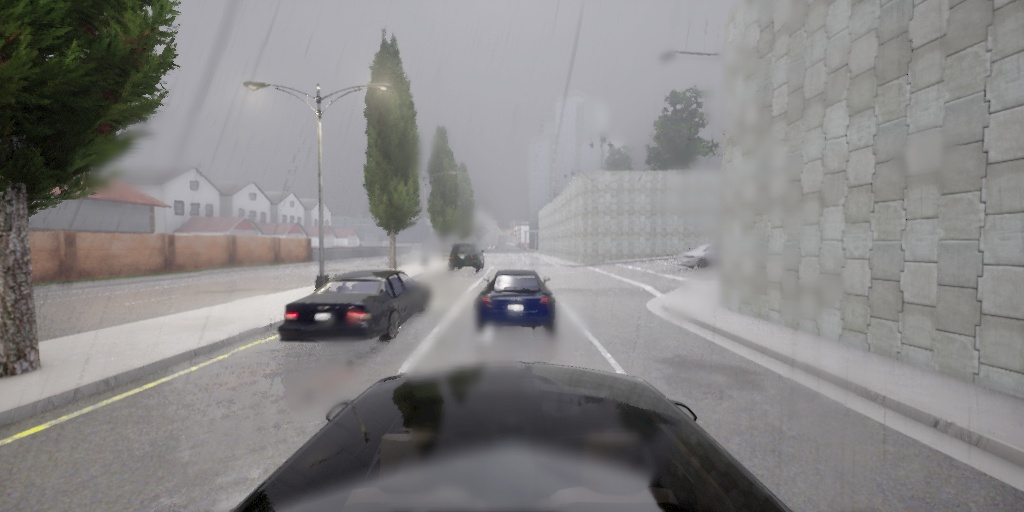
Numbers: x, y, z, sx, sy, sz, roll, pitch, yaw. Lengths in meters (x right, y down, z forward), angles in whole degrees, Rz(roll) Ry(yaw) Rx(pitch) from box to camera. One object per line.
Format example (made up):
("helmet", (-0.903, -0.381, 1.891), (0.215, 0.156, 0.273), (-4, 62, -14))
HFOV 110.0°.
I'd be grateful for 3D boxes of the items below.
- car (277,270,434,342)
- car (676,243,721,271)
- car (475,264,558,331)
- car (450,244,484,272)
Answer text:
("car", (-3.405, 1.066, 8.988), (2.033, 1.411, 5.357), (0, 2, 0))
("car", (12.212, -0.035, 21.189), (4.674, 1.442, 1.812), (-6, 2, 2))
("car", (0.129, 1.052, 9.945), (1.994, 1.385, 4.181), (0, 2, 1))
("car", (-3.420, 0.114, 27.935), (2.150, 2.045, 5.566), (-1, 2, 0))
